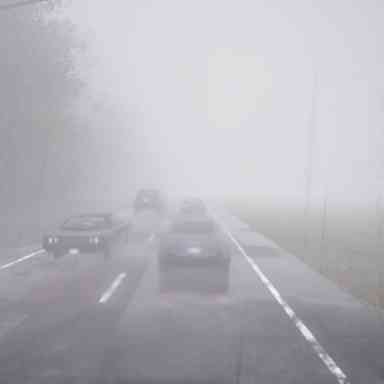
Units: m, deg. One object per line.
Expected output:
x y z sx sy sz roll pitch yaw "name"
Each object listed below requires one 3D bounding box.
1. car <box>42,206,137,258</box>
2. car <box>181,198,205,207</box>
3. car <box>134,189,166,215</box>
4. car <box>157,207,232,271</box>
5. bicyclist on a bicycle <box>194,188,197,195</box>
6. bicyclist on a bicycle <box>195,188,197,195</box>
-3.415 1.400 11.900 1.895 1.301 4.718 0 1 0 "car"
0.088 1.149 26.927 1.895 1.301 4.718 0 1 0 "car"
-3.408 0.755 27.757 2.150 2.045 5.566 0 1 0 "car"
0.075 1.390 10.275 1.994 1.385 4.181 0 1 0 "car"
0.982 -0.150 91.221 0.659 1.776 1.843 0 1 0 "bicyclist on a bicycle"
0.982 0.083 82.227 0.582 1.620 1.656 0 1 0 "bicyclist on a bicycle"
